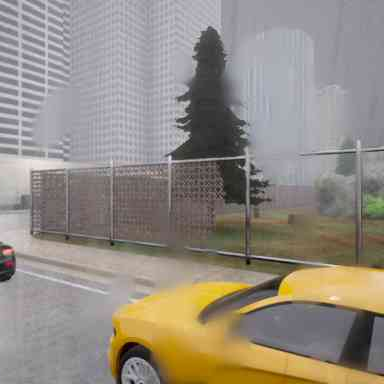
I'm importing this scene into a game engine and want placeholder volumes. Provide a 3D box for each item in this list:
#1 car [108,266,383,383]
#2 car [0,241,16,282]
[{"bbox_3d":[1.348,1.478,3.062,5.008,1.535,1.882,0,0,35],"label":"car"},{"bbox_3d":[-6.258,1.526,8.424,4.674,1.442,1.812,0,0,35],"label":"car"}]
